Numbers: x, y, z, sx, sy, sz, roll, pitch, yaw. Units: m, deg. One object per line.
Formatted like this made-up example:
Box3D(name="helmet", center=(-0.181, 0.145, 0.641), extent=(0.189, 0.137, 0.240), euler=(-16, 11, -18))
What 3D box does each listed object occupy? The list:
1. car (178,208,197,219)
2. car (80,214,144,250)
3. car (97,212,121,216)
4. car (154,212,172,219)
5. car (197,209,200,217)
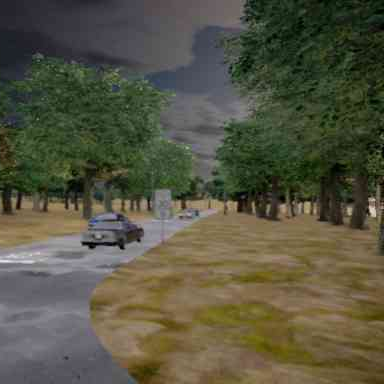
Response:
Box3D(name="car", center=(-0.769, 3.259, 48.351), extent=(1.895, 1.301, 4.718), euler=(0, -2, 6))
Box3D(name="car", center=(-3.988, 2.129, 17.511), extent=(2.033, 1.411, 5.357), euler=(0, -2, 6))
Box3D(name="car", center=(-6.308, 2.286, 25.209), extent=(1.882, 1.535, 5.008), euler=(0, -2, 6))
Box3D(name="car", center=(-4.000, 3.096, 47.137), extent=(1.837, 1.490, 4.892), euler=(0, -3, 6))
Box3D(name="car", center=(0.224, 3.571, 58.328), extent=(1.837, 1.490, 4.892), euler=(0, -2, 6))
